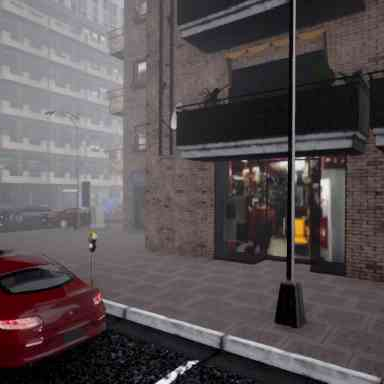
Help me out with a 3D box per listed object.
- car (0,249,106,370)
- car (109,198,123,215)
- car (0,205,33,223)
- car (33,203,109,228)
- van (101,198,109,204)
[{"bbox_3d":[-3.119,1.582,5.230,4.206,1.307,1.802,0,0,36],"label":"car"},{"bbox_3d":[-6.031,1.518,37.090,2.150,2.045,5.566,1,0,36],"label":"car"},{"bbox_3d":[-13.274,1.727,27.006,1.994,1.385,4.181,1,0,36],"label":"car"},{"bbox_3d":[-8.492,1.755,23.728,1.887,1.381,4.507,0,-1,36],"label":"car"},{"bbox_3d":[-8.664,1.606,37.847,1.690,1.788,3.998,0,-1,36],"label":"van"}]
